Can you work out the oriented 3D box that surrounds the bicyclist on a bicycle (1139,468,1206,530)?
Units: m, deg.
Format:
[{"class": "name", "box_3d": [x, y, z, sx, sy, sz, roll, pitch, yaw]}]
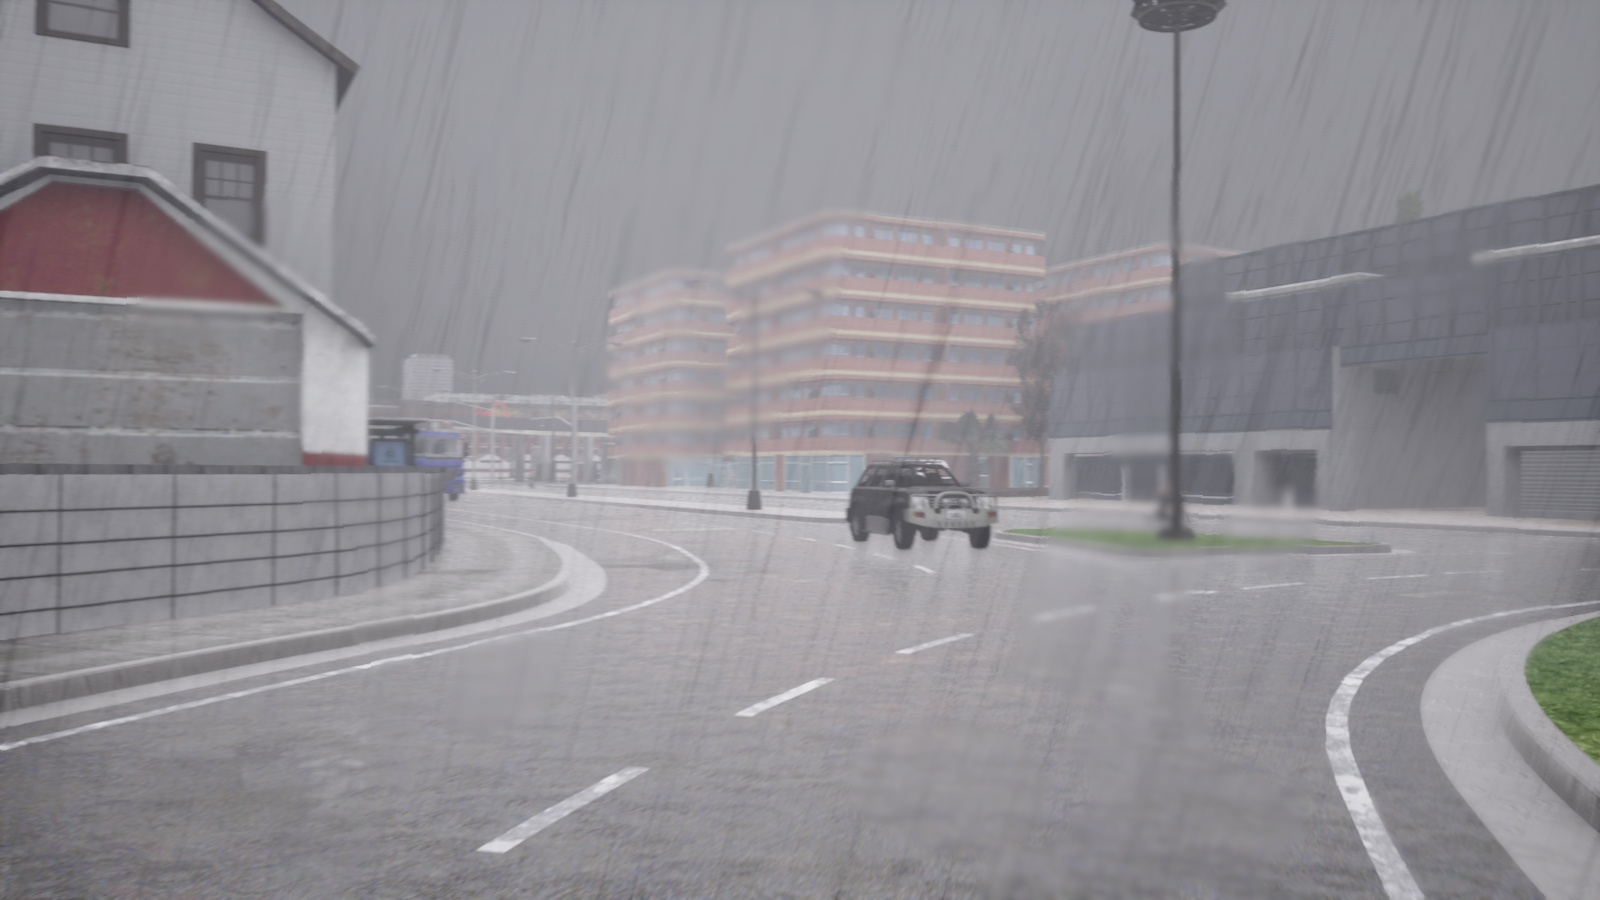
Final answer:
[{"class": "bicyclist on a bicycle", "box_3d": [9.966, 1.298, 33.604, 0.866, 1.612, 1.509, 1, -1, -32]}]

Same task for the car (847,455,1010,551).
[{"class": "car", "box_3d": [2.609, 1.077, 26.750, 1.932, 1.855, 4.605, 0, -1, -15]}]

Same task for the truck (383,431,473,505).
[{"class": "truck", "box_3d": [-18.821, 0.930, 63.224, 2.891, 3.462, 7.936, 0, -1, -27]}]
